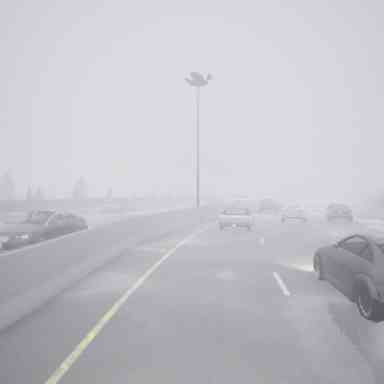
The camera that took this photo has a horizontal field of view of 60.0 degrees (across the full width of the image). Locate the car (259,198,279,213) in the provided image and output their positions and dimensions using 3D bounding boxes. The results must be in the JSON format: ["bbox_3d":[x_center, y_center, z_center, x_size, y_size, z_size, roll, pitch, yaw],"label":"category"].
[{"bbox_3d":[9.210,1.461,38.940,2.097,1.767,4.553,0,0,23],"label":"car"}]

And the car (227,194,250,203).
[{"bbox_3d":[8.002,1.400,54.360,2.150,2.045,5.566,0,0,24],"label":"car"}]

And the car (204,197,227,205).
[{"bbox_3d":[3.519,1.501,52.800,2.097,1.767,4.553,0,0,24],"label":"car"}]

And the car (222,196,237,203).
[{"bbox_3d":[8.182,1.566,72.364,1.812,1.442,4.674,0,0,23],"label":"car"}]

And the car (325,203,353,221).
[{"bbox_3d":[12.034,1.624,27.342,2.033,1.411,5.357,0,0,20],"label":"car"}]

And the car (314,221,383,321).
[{"bbox_3d":[4.112,1.584,7.229,1.994,1.385,4.181,0,0,5],"label":"car"}]

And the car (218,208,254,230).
[{"bbox_3d":[2.942,1.635,21.264,1.895,1.301,4.718,0,0,14],"label":"car"}]

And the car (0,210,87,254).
[{"bbox_3d":[-5.921,1.478,13.177,2.128,1.511,4.902,0,0,9],"label":"car"}]

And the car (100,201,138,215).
[{"bbox_3d":[-7.631,1.639,35.106,1.895,1.301,4.718,0,0,20],"label":"car"}]

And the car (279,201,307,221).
[{"bbox_3d":[8.470,1.592,27.551,1.812,1.442,4.674,0,0,18],"label":"car"}]
